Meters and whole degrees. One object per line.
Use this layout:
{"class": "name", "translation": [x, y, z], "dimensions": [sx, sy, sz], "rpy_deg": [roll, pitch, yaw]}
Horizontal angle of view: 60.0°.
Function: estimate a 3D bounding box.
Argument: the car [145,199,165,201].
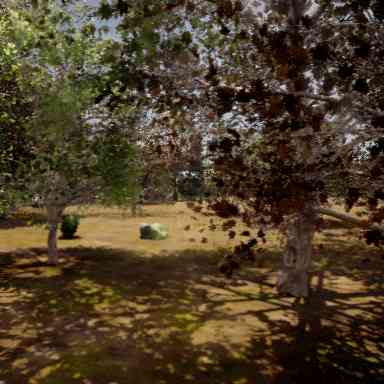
{"class": "car", "translation": [-7.407, 0.565, 65.630], "dimensions": [2.150, 2.045, 5.566], "rpy_deg": [-4, -2, 33]}
